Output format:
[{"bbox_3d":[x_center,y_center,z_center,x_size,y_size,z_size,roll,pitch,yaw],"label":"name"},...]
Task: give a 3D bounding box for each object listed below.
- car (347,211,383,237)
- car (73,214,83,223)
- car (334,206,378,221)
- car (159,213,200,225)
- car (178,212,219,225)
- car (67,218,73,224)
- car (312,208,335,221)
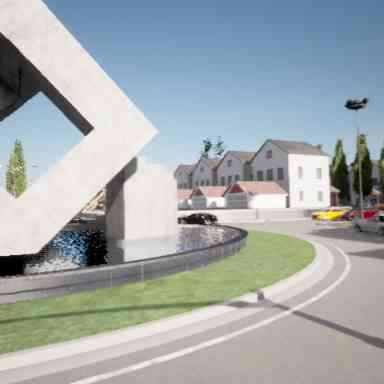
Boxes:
[{"bbox_3d":[12.861,2.215,22.464,1.895,1.301,4.718,-1,-2,-4],"label":"car"},{"bbox_3d":[-17.755,4.046,49.751,1.994,1.385,4.181,0,-3,-33],"label":"car"},{"bbox_3d":[19.417,2.458,38.494,4.553,1.767,2.097,-1,-2,-18],"label":"car"},{"bbox_3d":[-1.551,3.344,41.437,4.718,1.301,1.895,-2,-2,19],"label":"car"},{"bbox_3d":[0.576,3.026,37.265,4.892,1.490,1.837,-2,-2,16],"label":"car"},{"bbox_3d":[-18.531,3.774,44.734,5.008,1.535,1.882,-4,-2,43],"label":"car"},{"bbox_3d":[17.348,2.755,41.442,5.008,1.535,1.882,0,-2,-17],"label":"car"}]
